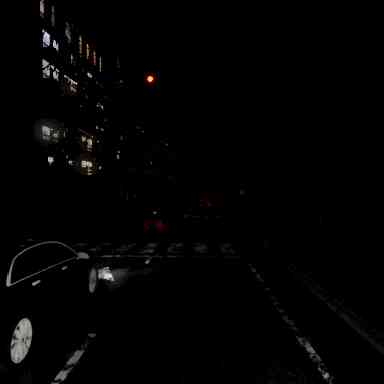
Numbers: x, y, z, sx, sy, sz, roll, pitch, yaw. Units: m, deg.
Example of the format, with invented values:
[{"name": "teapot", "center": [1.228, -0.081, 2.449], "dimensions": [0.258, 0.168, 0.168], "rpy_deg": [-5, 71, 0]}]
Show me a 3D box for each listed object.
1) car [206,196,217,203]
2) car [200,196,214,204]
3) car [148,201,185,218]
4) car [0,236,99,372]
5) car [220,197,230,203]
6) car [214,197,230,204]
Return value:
[{"name": "car", "center": [4.633, 1.804, 79.076], "dimensions": [1.837, 1.490, 4.892], "rpy_deg": [0, 0, 11]}, {"name": "car", "center": [3.008, 1.590, 69.455], "dimensions": [2.097, 1.767, 4.553], "rpy_deg": [0, 0, 9]}, {"name": "car", "center": [-2.291, 1.578, 30.509], "dimensions": [1.812, 1.442, 4.674], "rpy_deg": [1, 0, 23]}, {"name": "car", "center": [-3.046, 1.507, 5.649], "dimensions": [1.837, 1.490, 4.892], "rpy_deg": [0, 0, 1]}, {"name": "car", "center": [7.868, 1.857, 78.678], "dimensions": [1.994, 1.385, 4.181], "rpy_deg": [0, 0, 12]}, {"name": "car", "center": [6.198, 1.742, 68.851], "dimensions": [1.837, 1.490, 4.892], "rpy_deg": [0, 0, 10]}]
